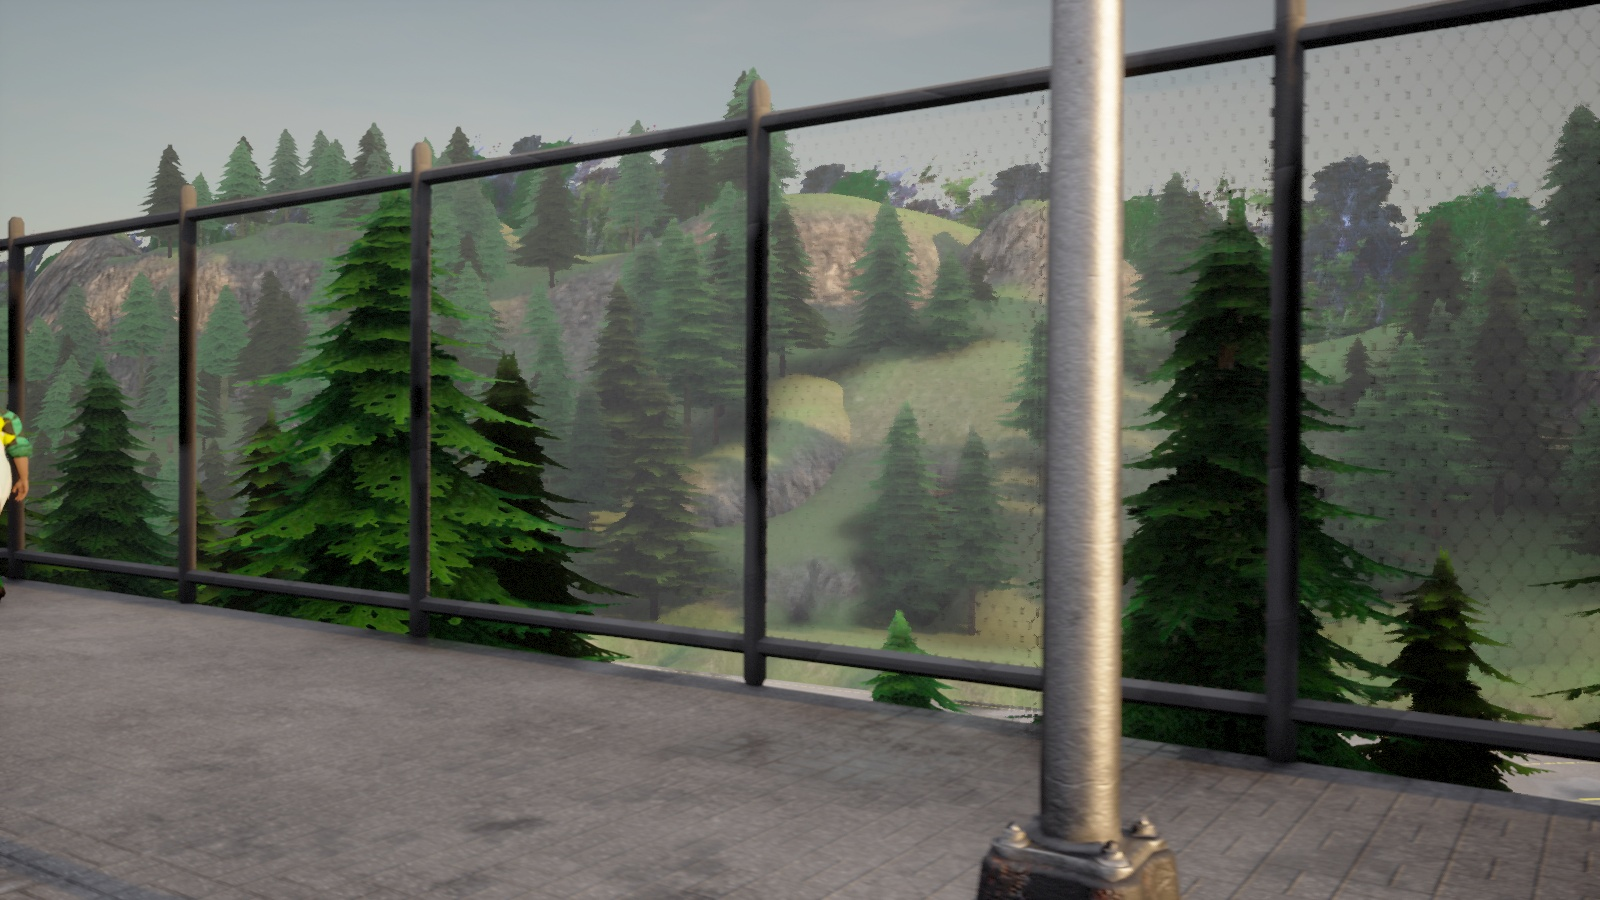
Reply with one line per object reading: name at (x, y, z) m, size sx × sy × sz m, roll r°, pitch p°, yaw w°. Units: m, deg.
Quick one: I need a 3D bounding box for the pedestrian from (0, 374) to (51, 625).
pedestrian at (-6.568, 0.384, 10.032) m, size 0.873 × 1.952 × 0.659 m, roll 0°, pitch 1°, yaw 34°
